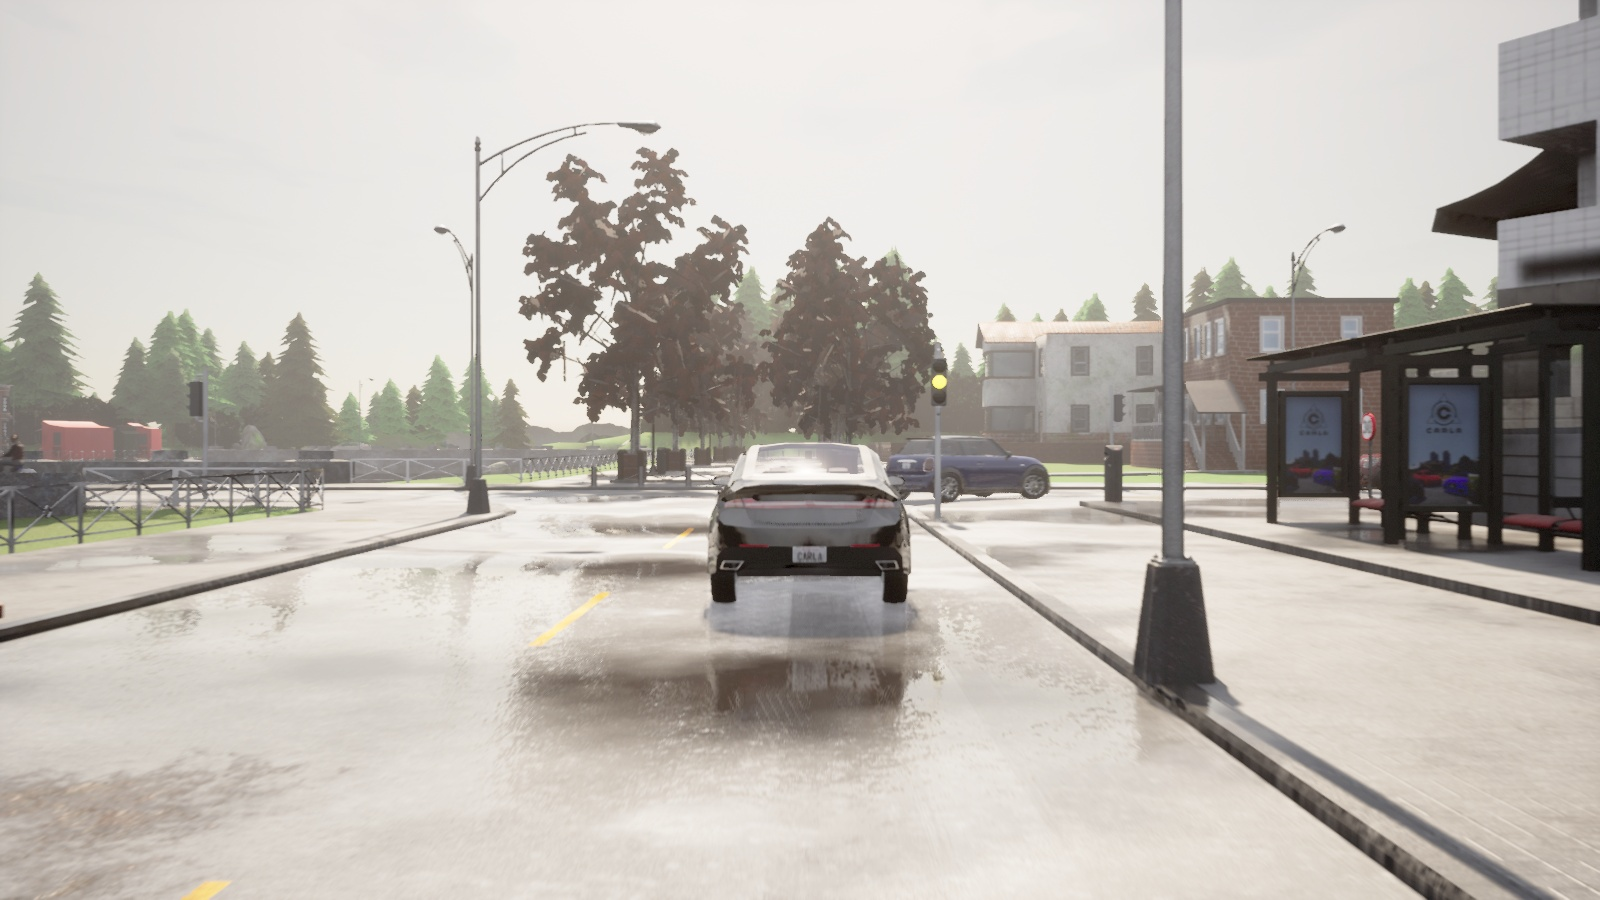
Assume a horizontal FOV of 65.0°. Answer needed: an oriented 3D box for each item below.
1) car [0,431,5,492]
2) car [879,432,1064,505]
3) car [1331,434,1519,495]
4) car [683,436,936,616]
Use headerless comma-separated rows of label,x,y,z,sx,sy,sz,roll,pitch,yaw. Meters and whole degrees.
car,-24.449,0.316,33.581,5.027,1.651,2.152,0,0,0
car,4.487,0.425,32.589,4.553,1.767,2.097,0,1,-35
car,18.515,0.409,37.352,4.553,1.767,2.097,0,0,1
car,0.091,0.629,13.008,2.128,1.511,4.902,0,0,0
